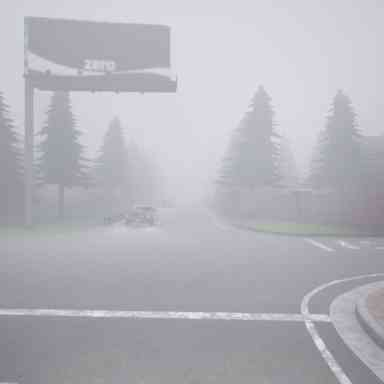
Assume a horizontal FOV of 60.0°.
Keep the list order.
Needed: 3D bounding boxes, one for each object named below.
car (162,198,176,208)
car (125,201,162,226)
[{"bbox_3d":[-3.370,1.536,48.297,2.033,1.411,5.357,0,0,0],"label":"car"},{"bbox_3d":[-3.436,1.531,23.416,1.812,1.442,4.674,0,0,0],"label":"car"}]
